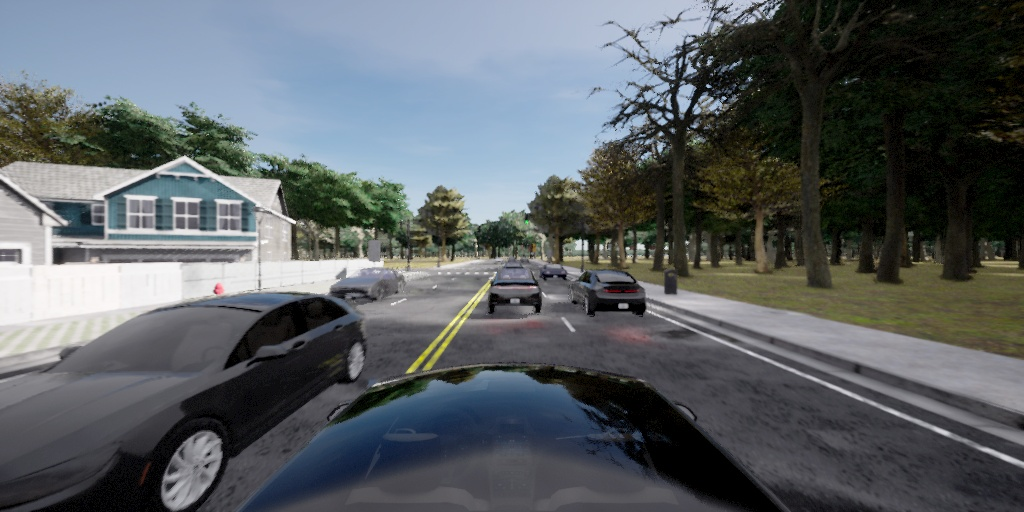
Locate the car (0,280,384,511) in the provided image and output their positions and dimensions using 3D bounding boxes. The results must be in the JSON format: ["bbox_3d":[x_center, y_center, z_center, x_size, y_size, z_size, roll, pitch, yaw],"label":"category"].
[{"bbox_3d":[-3.352,1.250,4.236,1.837,1.490,4.892,0,0,0],"label":"car"}]

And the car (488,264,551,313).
[{"bbox_3d":[0.098,1.218,13.838,2.128,1.511,4.902,0,0,0],"label":"car"}]

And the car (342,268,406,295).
[{"bbox_3d":[-6.601,1.268,17.112,2.033,1.411,5.357,0,0,0],"label":"car"}]

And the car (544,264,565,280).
[{"bbox_3d":[3.344,1.296,29.764,1.895,1.301,4.718,0,0,0],"label":"car"}]

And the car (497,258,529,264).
[{"bbox_3d":[0.096,1.188,29.329,2.128,1.511,4.902,0,0,0],"label":"car"}]

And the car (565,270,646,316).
[{"bbox_3d":[3.349,1.235,13.200,1.837,1.490,4.892,0,1,0],"label":"car"}]
